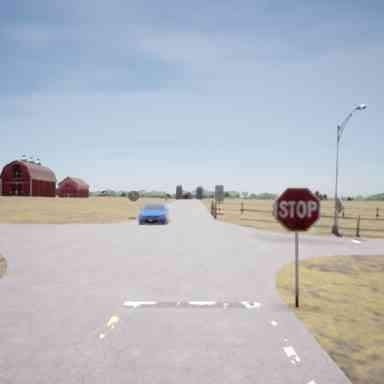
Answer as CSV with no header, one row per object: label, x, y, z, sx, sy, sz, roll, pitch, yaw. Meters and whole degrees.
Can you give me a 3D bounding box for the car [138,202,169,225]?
car,-2.716,1.544,24.473,1.882,1.535,5.008,0,1,0
